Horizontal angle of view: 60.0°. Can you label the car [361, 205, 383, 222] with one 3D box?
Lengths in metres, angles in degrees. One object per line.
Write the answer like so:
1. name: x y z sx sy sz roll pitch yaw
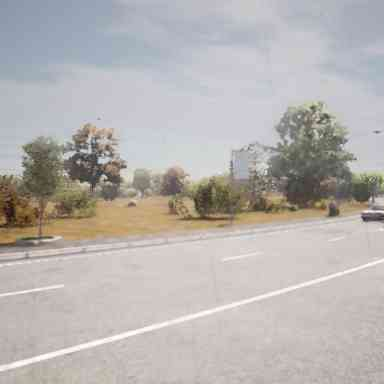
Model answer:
1. car: 15.629 1.766 27.619 1.895 1.301 4.718 0 0 42
